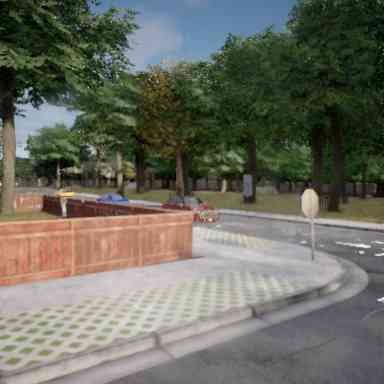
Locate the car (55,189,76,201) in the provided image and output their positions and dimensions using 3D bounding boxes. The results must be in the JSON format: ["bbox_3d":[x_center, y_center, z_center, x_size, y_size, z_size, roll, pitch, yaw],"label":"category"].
[{"bbox_3d":[-17.962,0.349,47.181,1.882,1.535,5.008,-2,3,-35],"label":"car"}]

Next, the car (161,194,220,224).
[{"bbox_3d":[-0.177,1.063,22.084,2.097,1.767,4.553,-2,2,-35],"label":"car"}]

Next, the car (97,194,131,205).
[{"bbox_3d":[-7.742,0.906,32.700,1.882,1.535,5.008,-2,3,-36],"label":"car"}]
